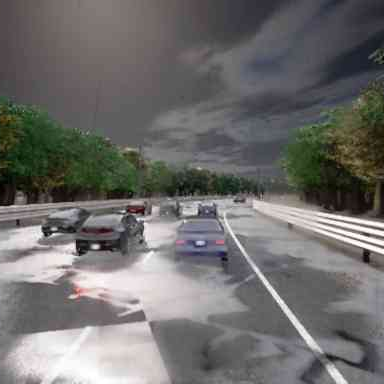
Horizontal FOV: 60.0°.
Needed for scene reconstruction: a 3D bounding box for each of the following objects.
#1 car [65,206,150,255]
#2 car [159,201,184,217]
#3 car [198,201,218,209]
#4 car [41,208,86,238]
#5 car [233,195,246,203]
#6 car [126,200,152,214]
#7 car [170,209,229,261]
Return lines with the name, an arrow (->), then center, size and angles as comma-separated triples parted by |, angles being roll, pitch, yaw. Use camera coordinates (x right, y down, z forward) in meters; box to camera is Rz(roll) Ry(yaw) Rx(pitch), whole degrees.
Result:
car -> -3.115, 1.550, 13.429 | 1.837, 1.490, 4.892 | 0, 0, 2
car -> -1.990, 1.632, 32.406 | 1.837, 1.490, 4.892 | 0, 0, 5
car -> 1.589, 1.658, 33.188 | 1.812, 1.442, 4.674 | 0, 0, 5
car -> -6.423, 1.586, 18.055 | 1.812, 1.442, 4.674 | 0, 0, 3
car -> 9.994, 1.757, 72.034 | 1.895, 1.301, 4.718 | 0, 0, 13
car -> -5.363, 1.612, 34.051 | 1.882, 1.535, 5.008 | 0, 0, 5
car -> 0.345, 1.590, 12.501 | 2.033, 1.411, 5.357 | 0, 0, 2
